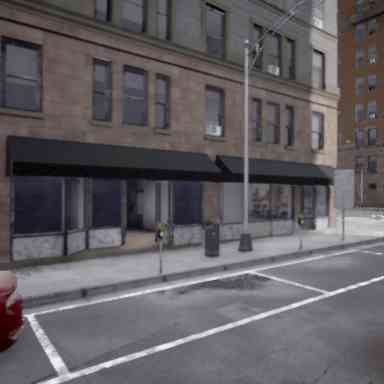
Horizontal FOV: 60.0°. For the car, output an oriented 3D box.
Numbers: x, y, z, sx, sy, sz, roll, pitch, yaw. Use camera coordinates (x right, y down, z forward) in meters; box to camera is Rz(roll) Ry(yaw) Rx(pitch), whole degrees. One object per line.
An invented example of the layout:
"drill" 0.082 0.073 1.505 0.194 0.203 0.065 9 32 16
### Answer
"car" -4.361 1.550 3.645 4.507 1.381 1.887 0 1 -35
